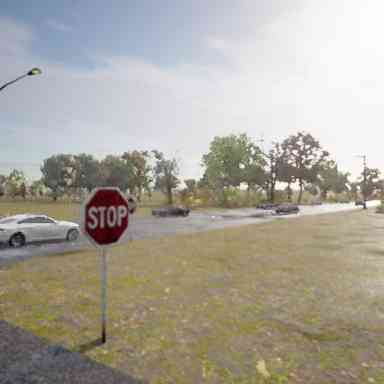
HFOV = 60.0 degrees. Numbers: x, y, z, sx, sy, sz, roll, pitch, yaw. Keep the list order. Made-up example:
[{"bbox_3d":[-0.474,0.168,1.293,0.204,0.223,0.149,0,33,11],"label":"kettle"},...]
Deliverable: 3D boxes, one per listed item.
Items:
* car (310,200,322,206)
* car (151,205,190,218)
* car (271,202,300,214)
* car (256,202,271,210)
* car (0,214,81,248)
[{"bbox_3d":[30.357,2.659,81.531,1.837,1.490,4.892,0,-1,36],"label":"car"},{"bbox_3d":[-2.291,2.131,36.264,1.895,1.301,4.718,0,0,36],"label":"car"},{"bbox_3d":[13.215,2.279,45.803,2.033,1.411,5.357,0,-1,36],"label":"car"},{"bbox_3d":[12.679,2.418,57.020,1.895,1.301,4.718,0,0,36],"label":"car"},{"bbox_3d":[-7.837,1.830,16.611,1.812,1.442,4.674,0,-1,36],"label":"car"}]
